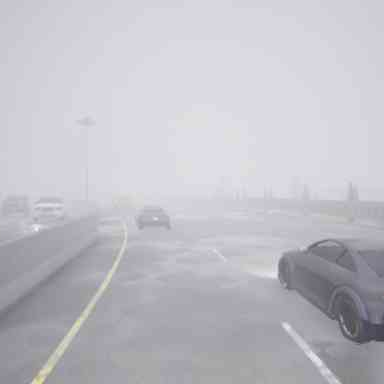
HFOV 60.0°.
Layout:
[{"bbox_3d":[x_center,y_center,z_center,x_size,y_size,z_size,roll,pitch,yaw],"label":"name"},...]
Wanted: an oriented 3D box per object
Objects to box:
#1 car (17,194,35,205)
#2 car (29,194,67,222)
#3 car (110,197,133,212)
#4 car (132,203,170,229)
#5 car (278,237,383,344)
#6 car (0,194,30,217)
[{"bbox_3d":[-32.024,1.322,63.941,2.150,2.045,5.566,0,0,-36],"label":"car"},{"bbox_3d":[-11.533,1.267,27.332,2.150,2.045,5.566,0,0,-18],"label":"car"},{"bbox_3d":[-8.186,1.380,38.781,2.097,1.767,4.553,0,0,-23],"label":"car"},{"bbox_3d":[-2.635,1.572,21.748,1.994,1.385,4.181,0,0,-13],"label":"car"},{"bbox_3d":[3.170,1.549,6.453,1.994,1.385,4.181,0,0,-4],"label":"car"},{"bbox_3d":[-17.186,1.288,32.779,2.150,2.045,5.566,0,0,-22],"label":"car"}]
